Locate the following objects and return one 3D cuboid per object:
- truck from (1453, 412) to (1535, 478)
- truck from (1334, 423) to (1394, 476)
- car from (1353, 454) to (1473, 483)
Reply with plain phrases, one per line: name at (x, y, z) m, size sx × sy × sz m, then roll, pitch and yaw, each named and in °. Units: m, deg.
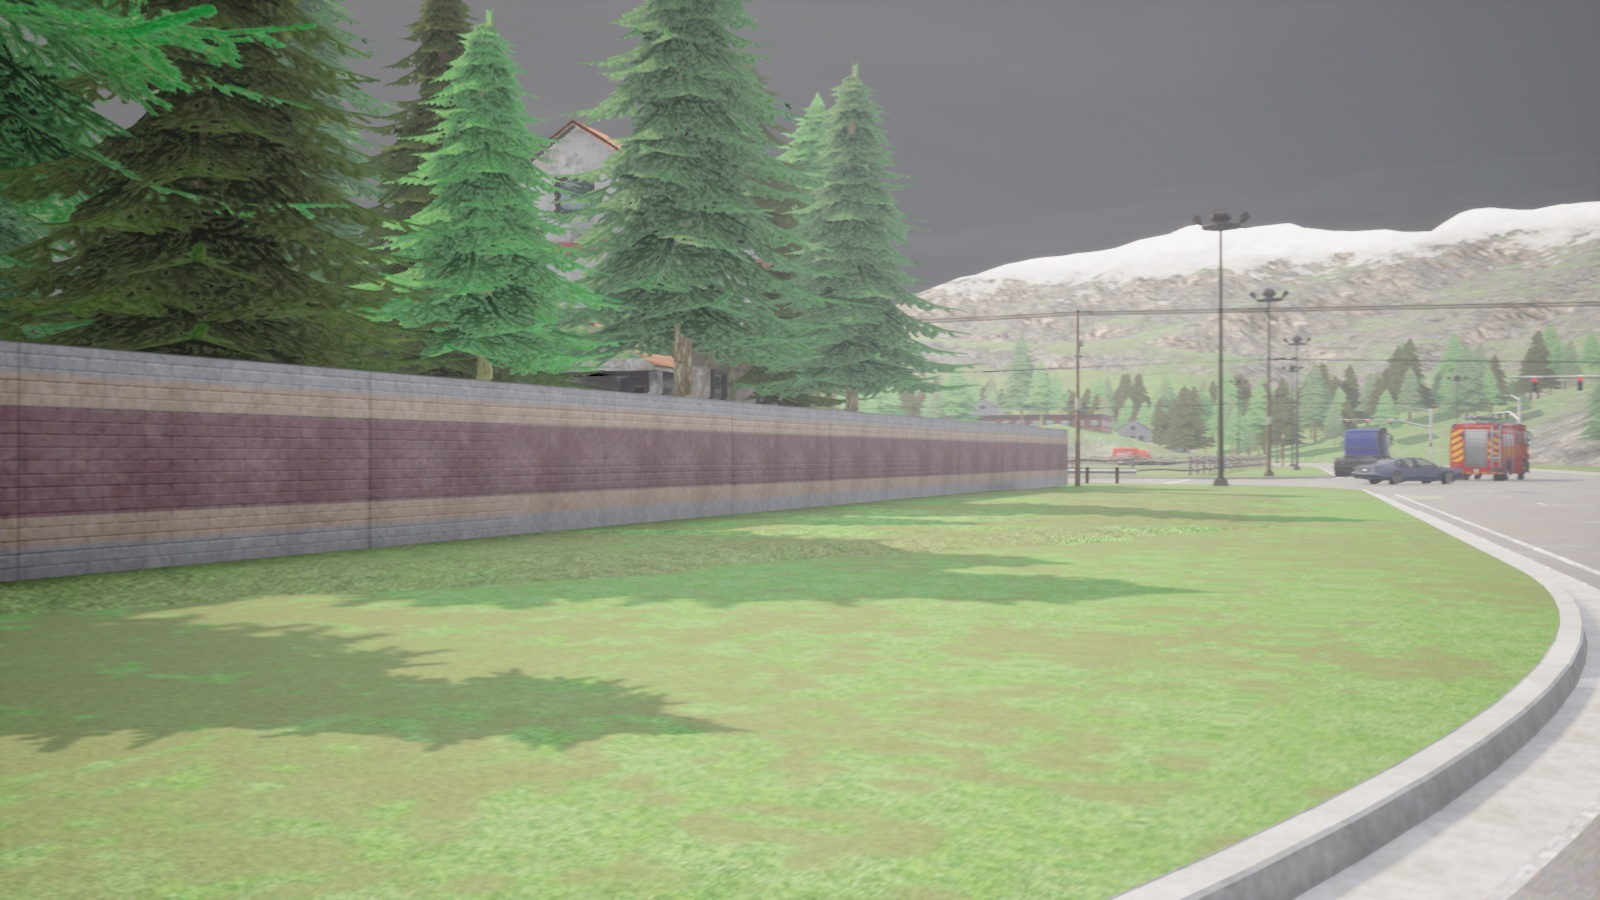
truck at (42.331, -0.271, 76.498) m, size 2.891 × 3.827 × 8.468 m, roll 0°, pitch 0°, yaw 39°
truck at (39.452, -0.035, 87.653) m, size 2.891 × 3.462 × 7.936 m, roll -1°, pitch 0°, yaw 31°
car at (31.087, 0.928, 63.707) m, size 5.357 × 1.411 × 2.033 m, roll 0°, pitch 0°, yaw -12°
